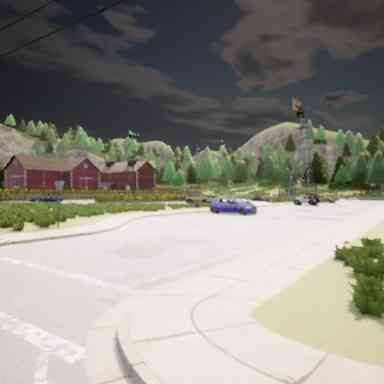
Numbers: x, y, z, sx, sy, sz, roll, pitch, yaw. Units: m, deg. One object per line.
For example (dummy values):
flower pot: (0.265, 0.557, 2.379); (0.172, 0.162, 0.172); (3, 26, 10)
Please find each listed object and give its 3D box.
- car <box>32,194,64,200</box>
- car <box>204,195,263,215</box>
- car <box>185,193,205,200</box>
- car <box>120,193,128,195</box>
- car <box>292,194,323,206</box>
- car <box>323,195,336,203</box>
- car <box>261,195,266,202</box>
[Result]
car: (-23.197, 1.099, 53.678); (4.892, 1.490, 1.837); (0, -1, -21)
car: (3.973, 1.356, 32.192); (4.611, 1.667, 2.242); (1, 0, 35)
car: (1.152, 1.077, 51.274); (4.605, 1.855, 1.932); (1, 0, 35)
car: (-13.985, 1.031, 68.764); (1.882, 1.535, 5.008); (1, 0, 35)
car: (17.854, 1.188, 52.023); (3.866, 1.878, 1.905); (1, 0, 35)
car: (25.118, 1.375, 63.395); (4.193, 1.474, 1.816); (1, 0, 35)
car: (13.894, 1.285, 69.795); (3.905, 1.438, 1.784); (1, 0, 35)
